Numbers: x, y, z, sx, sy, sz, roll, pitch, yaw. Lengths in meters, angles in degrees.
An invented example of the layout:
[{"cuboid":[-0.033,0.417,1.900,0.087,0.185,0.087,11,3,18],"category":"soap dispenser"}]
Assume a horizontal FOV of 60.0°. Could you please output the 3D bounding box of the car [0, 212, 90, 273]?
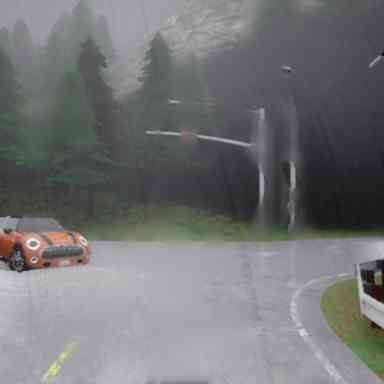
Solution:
[{"cuboid":[-5.465,1.588,11.510,4.553,1.767,2.097,-2,-5,42],"category":"car"}]
